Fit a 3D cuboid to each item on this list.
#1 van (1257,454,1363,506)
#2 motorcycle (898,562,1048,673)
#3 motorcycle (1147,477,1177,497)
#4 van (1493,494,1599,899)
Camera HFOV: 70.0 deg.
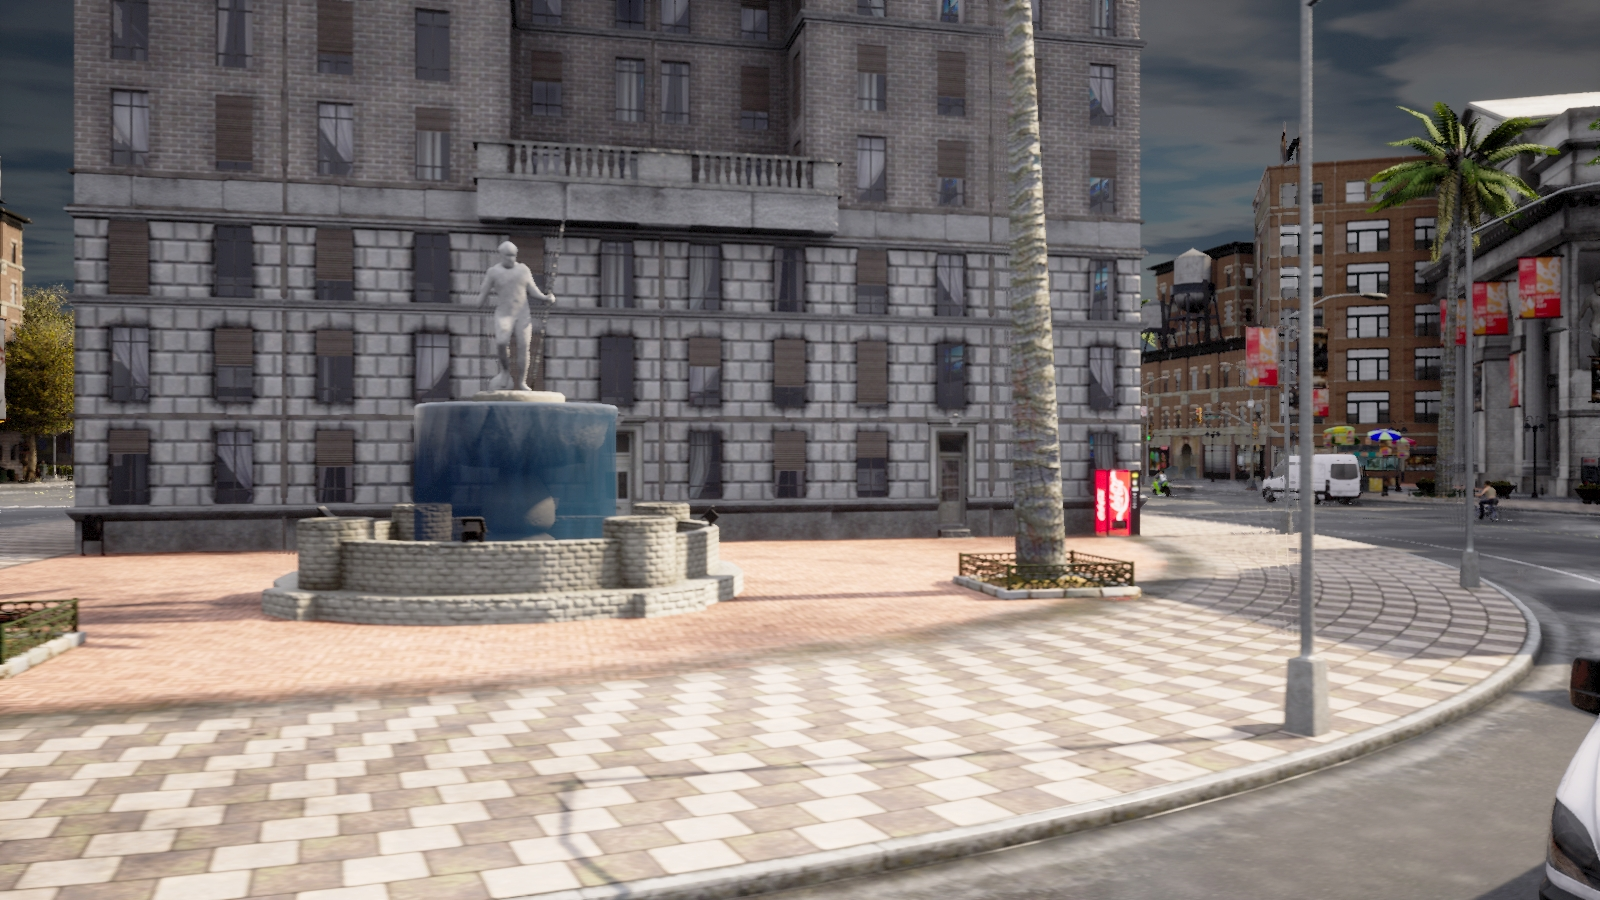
[{"bbox_3d":[26.663,1.508,59.981,1.988,2.561,5.915,0,0,-12],"label":"van"},{"bbox_3d":[2.298,2.178,15.145,1.805,1.236,0.856,0,0,-29],"label":"motorcycle"},{"bbox_3d":[21.459,2.189,67.703,0.803,1.145,2.033,0,0,-12],"label":"motorcycle"},{"bbox_3d":[6.296,1.529,6.510,5.915,2.561,1.988,0,0,-37],"label":"van"}]
